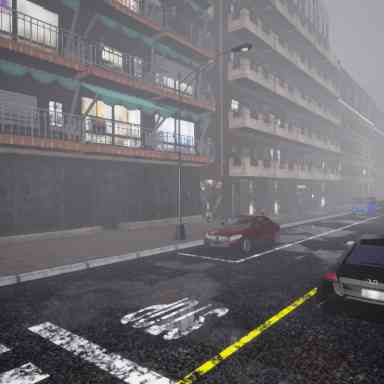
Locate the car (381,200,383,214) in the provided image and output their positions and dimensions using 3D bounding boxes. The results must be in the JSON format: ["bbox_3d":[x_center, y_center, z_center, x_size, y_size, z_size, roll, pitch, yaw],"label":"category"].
[{"bbox_3d":[19.598,1.567,35.428,1.802,1.307,4.206,-1,-1,38],"label":"car"}]

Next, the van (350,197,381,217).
[{"bbox_3d":[16.075,1.327,30.993,1.690,1.788,3.998,-1,-1,38],"label":"van"}]

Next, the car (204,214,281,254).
[{"bbox_3d":[2.190,1.573,13.491,1.802,1.307,4.206,-1,-1,38],"label":"car"}]

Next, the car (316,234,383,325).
[{"bbox_3d":[4.065,1.561,6.738,1.994,1.385,4.181,0,0,38],"label":"car"}]
